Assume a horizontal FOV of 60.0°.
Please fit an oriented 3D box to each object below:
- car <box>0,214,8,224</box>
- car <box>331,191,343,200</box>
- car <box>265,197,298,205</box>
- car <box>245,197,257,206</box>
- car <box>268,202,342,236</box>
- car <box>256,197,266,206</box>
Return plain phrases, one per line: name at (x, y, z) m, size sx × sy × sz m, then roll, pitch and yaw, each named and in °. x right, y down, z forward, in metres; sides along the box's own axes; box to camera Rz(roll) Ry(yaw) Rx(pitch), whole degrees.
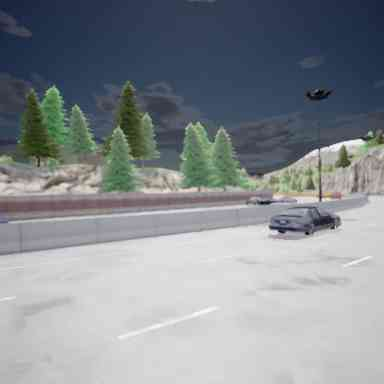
car at (-15.753, 1.962, 22.879) m, size 5.357 × 1.411 × 2.033 m, roll -1°, pitch 0°, yaw -38°
car at (32.342, 0.857, 74.246) m, size 2.150 × 2.045 × 5.566 m, roll -1°, pitch 0°, yaw 23°
car at (10.863, 1.540, 39.038) m, size 1.895 × 1.301 × 4.718 m, roll -1°, pitch 0°, yaw 40°
car at (10.637, 1.536, 56.241) m, size 1.812 × 1.442 × 4.674 m, roll -1°, pitch 0°, yaw 35°
car at (6.263, 1.498, 18.166) m, size 5.357 × 1.411 × 2.033 m, roll -1°, pitch 0°, yaw -45°
car at (12.486, 1.560, 52.725) m, size 1.895 × 1.301 × 4.718 m, roll -1°, pitch 0°, yaw 35°
